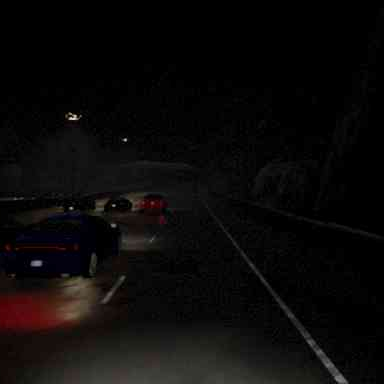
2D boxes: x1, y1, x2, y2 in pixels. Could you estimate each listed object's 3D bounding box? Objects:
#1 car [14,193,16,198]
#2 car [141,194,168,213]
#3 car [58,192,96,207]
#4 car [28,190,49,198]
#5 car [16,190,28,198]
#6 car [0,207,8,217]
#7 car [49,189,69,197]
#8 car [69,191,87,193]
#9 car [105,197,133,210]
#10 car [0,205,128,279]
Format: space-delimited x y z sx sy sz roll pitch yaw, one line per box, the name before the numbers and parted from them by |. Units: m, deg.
car | -10.388 1.067 14.488 2.150 2.045 5.566 0 1 0
car | -3.395 0.938 30.632 2.097 1.767 4.553 0 1 0
car | -10.395 1.084 31.044 1.837 1.490 4.892 0 1 0
car | -27.988 0.320 62.423 2.128 1.511 4.902 0 2 0
car | -31.487 0.324 62.413 2.128 1.511 4.902 0 2 0
car | -6.898 1.440 10.875 2.033 1.411 5.357 0 1 0
car | -24.494 0.291 62.681 1.837 1.490 4.892 0 2 0
car | -20.993 0.387 62.736 1.895 1.301 4.718 0 2 0
car | -6.895 1.136 31.392 1.994 1.385 4.181 0 1 0
car | -3.402 1.382 9.763 1.882 1.535 5.008 0 1 0
